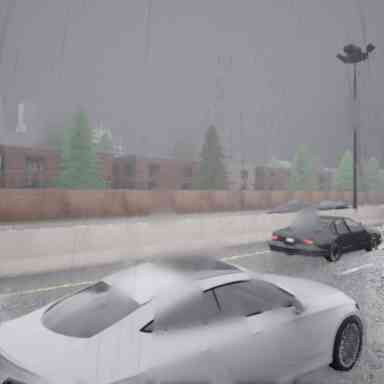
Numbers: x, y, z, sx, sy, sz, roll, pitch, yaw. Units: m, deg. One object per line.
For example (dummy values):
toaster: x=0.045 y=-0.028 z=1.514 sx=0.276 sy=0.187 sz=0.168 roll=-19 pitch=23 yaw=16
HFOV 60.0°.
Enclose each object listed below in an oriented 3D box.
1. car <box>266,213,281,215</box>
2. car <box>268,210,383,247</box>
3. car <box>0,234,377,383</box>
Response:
car: x=6.802 y=1.614 z=23.126 sx=5.357 sy=1.411 sz=2.033 roll=0 pitch=0 yaw=-40
car: x=5.050 y=1.584 z=12.213 sx=5.357 sy=1.411 sz=2.033 roll=0 pitch=0 yaw=-40
car: x=0.200 y=1.537 z=3.987 sx=4.674 sy=1.442 sz=1.812 roll=0 pitch=0 yaw=-36
